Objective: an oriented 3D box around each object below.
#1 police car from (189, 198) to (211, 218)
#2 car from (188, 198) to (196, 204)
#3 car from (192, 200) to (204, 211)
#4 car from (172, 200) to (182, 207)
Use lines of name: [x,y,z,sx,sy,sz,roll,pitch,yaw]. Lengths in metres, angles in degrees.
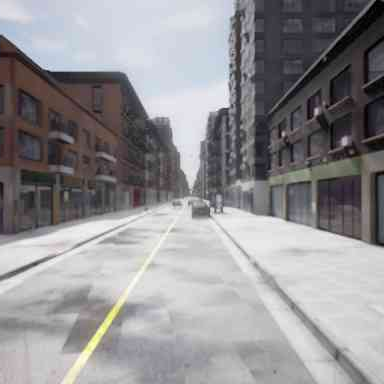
police car: [0.906,1.787,34.909,1.930,1.638,5.238,0,-1,0]
car: [0.015,2.310,84.991,2.128,1.511,4.902,0,-1,0]
car: [0.909,1.993,50.988,1.801,1.575,5.366,0,-1,0]
car: [-2.997,2.298,65.707,1.895,1.301,4.718,0,-1,0]
